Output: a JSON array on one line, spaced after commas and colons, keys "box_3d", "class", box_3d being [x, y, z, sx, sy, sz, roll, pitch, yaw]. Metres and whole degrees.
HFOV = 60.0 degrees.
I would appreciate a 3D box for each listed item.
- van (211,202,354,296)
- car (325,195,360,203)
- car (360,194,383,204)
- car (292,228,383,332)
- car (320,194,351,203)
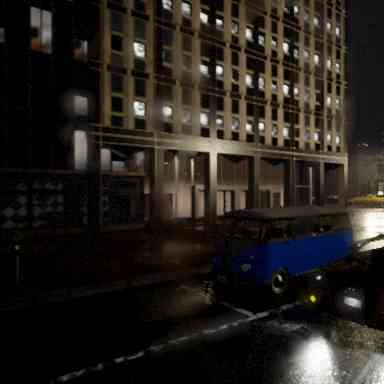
[{"box_3d": [2.338, 1.287, 8.219, 3.998, 1.788, 1.690, -1, 1, -35], "class": "van"}, {"box_3d": [19.512, 1.077, 44.694, 2.008, 1.369, 4.403, 0, 0, -35], "class": "car"}, {"box_3d": [26.314, 1.027, 49.592, 1.752, 1.417, 4.829, 0, 0, -35], "class": "car"}, {"box_3d": [4.105, 1.507, 6.302, 4.181, 1.385, 1.994, -1, 0, -35], "class": "car"}, {"box_3d": [23.266, 1.059, 54.010, 1.802, 1.307, 4.206, 0, 0, -35], "class": "car"}]
